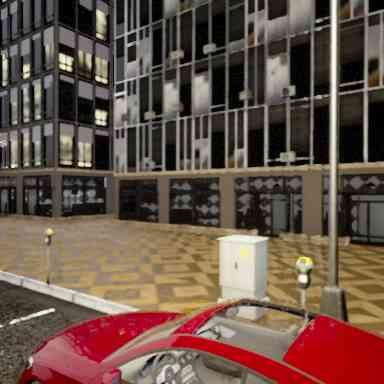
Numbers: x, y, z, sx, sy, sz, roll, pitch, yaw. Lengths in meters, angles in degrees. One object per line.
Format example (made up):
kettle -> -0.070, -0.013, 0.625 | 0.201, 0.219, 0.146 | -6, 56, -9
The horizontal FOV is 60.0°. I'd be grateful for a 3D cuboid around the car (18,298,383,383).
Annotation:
car -> 0.314, 1.582, 2.646 | 4.206, 1.307, 1.802 | 0, 0, 36
